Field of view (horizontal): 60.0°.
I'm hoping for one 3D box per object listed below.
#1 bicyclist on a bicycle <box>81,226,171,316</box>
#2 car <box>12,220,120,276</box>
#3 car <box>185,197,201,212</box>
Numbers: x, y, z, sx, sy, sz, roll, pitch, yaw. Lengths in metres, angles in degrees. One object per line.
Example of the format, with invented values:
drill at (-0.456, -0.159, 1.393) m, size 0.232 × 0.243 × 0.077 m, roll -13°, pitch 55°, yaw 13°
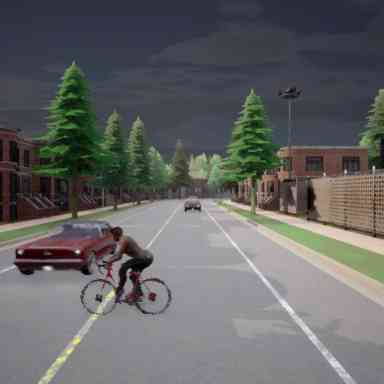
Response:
bicyclist on a bicycle at (-1.206, 1.452, 6.051) m, size 1.656 × 1.620 × 0.582 m, roll -1°, pitch 0°, yaw 0°
car at (-3.595, 1.601, 10.516) m, size 1.895 × 1.301 × 4.718 m, roll 0°, pitch 0°, yaw 0°
car at (0.097, 1.601, 39.312) m, size 1.895 × 1.301 × 4.718 m, roll 0°, pitch 0°, yaw 0°
